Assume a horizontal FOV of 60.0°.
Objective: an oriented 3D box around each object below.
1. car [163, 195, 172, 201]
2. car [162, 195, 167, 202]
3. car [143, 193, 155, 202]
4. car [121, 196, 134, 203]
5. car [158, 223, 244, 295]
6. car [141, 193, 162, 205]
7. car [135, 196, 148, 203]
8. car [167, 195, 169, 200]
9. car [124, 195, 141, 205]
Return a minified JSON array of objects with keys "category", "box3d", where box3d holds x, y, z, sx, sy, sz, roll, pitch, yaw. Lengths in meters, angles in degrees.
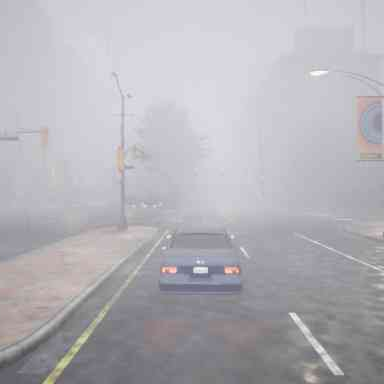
[{"category":"car","box3d":[-6.434,1.477,86.581,1.882,1.535,5.008,0,0,1]},{"category":"car","box3d":[-6.824,1.352,66.713,2.097,1.767,4.553,0,0,1]},{"category":"car","box3d":[-10.079,1.225,78.678,2.150,2.045,5.566,0,0,1]},{"category":"car","box3d":[-13.491,1.594,69.781,1.895,1.301,4.718,0,0,1]},{"category":"car","box3d":[0.225,1.547,8.891,2.033,1.411,5.357,0,0,1]},{"category":"car","box3d":[-7.037,1.352,57.941,2.097,1.767,4.553,0,0,1]},{"category":"car","box3d":[-10.281,1.504,67.992,1.837,1.490,4.892,0,0,1]},{"category":"car","box3d":[-6.618,1.525,76.487,2.128,1.511,4.902,0,0,1]},{"category":"car","box3d":[-10.537,1.352,57.817,2.097,1.767,4.553,0,0,1]}]
